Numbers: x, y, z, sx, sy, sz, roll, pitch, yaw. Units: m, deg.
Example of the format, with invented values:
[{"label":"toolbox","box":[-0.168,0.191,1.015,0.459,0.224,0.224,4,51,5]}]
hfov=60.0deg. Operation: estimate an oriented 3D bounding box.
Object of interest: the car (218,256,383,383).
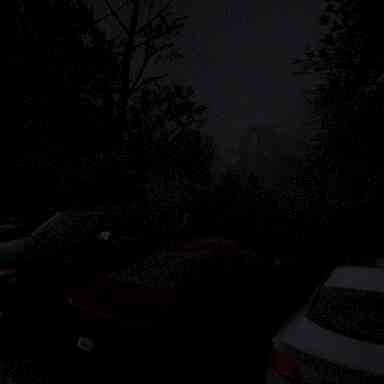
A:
[{"label":"car","box":[2.433,1.534,4.058,2.002,1.452,4.674,-1,0,36]}]

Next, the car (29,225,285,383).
[{"label":"car","box":[0.288,1.514,5.633,2.097,1.535,5.008,-1,0,36]}]

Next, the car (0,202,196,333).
[{"label":"car","box":[-1.971,1.284,7.268,2.435,2.045,5.566,-1,-1,36]}]
